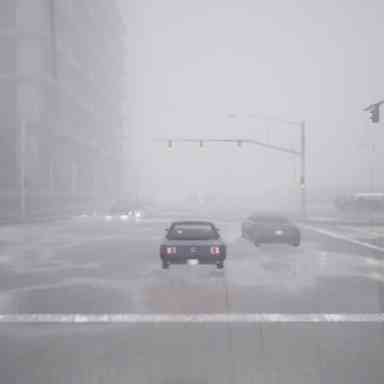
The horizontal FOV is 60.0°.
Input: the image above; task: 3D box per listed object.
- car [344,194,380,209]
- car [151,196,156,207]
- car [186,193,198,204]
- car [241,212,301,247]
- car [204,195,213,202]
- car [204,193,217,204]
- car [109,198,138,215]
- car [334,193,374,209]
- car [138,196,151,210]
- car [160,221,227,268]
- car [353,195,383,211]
[{"bbox_3d":[25.269,1.460,49.226,3.905,1.438,1.784,0,0,1],"label":"car"},{"bbox_3d":[-7.041,1.408,53.719,2.097,1.767,4.553,0,0,1],"label":"car"},{"bbox_3d":[0.032,1.285,63.146,2.150,2.045,5.566,0,0,0],"label":"car"},{"bbox_3d":[3.492,1.606,15.385,1.994,1.385,4.181,0,0,0],"label":"car"},{"bbox_3d":[3.589,1.459,73.518,1.812,1.442,4.674,0,0,0],"label":"car"},{"bbox_3d":[3.532,1.284,63.127,2.150,2.045,5.566,0,0,0],"label":"car"},{"bbox_3d":[-7.216,1.542,34.602,1.837,1.490,4.892,0,0,0],"label":"car"},{"bbox_3d":[25.252,1.253,51.910,4.605,1.855,1.932,0,0,1],"label":"car"},{"bbox_3d":[-7.158,1.538,43.956,2.128,1.511,4.902,0,0,0],"label":"car"},{"bbox_3d":[0.019,1.639,11.395,1.895,1.301,4.718,0,0,0],"label":"car"},{"bbox_3d":[25.232,1.489,46.332,3.806,1.475,1.970,0,0,1],"label":"car"}]
